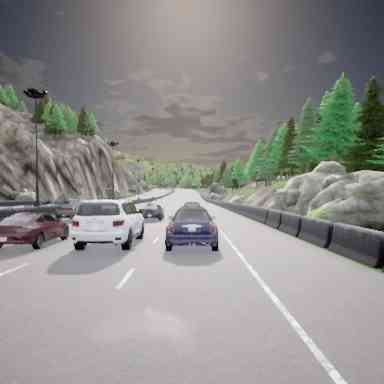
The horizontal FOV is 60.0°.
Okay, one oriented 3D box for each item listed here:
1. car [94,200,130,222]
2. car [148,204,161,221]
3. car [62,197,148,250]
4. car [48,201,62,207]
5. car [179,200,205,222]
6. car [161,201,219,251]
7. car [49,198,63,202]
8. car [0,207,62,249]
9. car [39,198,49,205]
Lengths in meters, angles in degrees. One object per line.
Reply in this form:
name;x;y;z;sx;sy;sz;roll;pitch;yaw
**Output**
car;-7.000;1.618;29.665;2.097;1.767;4.553;0;-1;0
car;-3.500;1.785;29.694;1.812;1.442;4.674;0;-1;0
car;-3.500;1.339;14.704;2.150;2.045;5.566;0;-1;0
car;-10.500;1.747;29.693;2.128;1.511;4.902;0;-1;0
car;0.000;1.618;29.665;2.097;1.767;4.553;0;-1;0
car;0.000;1.447;14.645;2.097;1.767;4.553;0;-1;0
car;-28.000;2.017;70.828;2.097;1.767;4.553;0;-1;0
car;-7.000;1.614;14.675;1.812;1.442;4.674;0;-1;0
car;-31.500;2.161;70.796;1.837;1.490;4.892;0;-1;0
